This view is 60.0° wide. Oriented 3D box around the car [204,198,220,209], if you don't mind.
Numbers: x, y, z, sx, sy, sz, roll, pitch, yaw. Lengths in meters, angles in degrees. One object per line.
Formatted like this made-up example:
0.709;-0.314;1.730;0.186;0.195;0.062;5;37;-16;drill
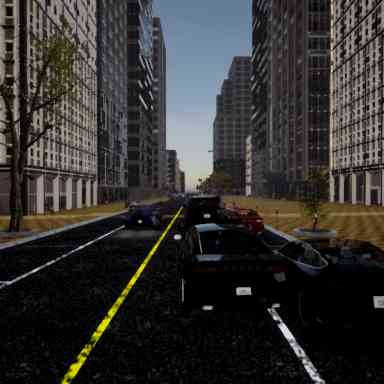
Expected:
2.752;1.524;46.198;1.887;1.381;4.507;-1;0;0;car

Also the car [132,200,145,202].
-5.645;1.536;34.913;2.008;1.369;4.403;-1;0;0;car

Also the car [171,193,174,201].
-5.586;1.542;74.403;1.802;1.307;4.206;-1;0;0;car

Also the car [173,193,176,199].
-5.572;1.264;85.686;2.192;1.841;5.009;-1;0;0;car

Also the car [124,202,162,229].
-3.066;1.556;21.618;1.994;1.385;4.181;0;0;0;car

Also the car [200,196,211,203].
2.786;1.515;68.768;2.008;1.369;4.403;-1;0;0;car

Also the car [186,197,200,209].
0.120;1.457;46.568;1.882;1.535;5.008;0;0;1;car

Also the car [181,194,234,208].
0.693;1.208;17.983;2.150;2.045;5.566;-1;0;0;car

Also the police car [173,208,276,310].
0.619;1.422;8.029;1.930;1.638;5.238;0;0;-5;police car

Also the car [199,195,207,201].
2.812;1.500;85.697;2.008;1.369;4.403;-1;0;0;car

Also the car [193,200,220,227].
0.937;1.447;24.152;1.801;1.575;5.366;0;0;0;car

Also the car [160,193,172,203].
-5.595;1.490;68.592;1.752;1.417;4.829;-1;0;0;car

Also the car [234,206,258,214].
2.710;1.538;17.983;1.887;1.381;4.507;-1;0;0;car

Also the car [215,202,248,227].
2.719;1.517;23.796;1.752;1.417;4.829;-1;0;0;car

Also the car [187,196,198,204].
0.094;1.517;62.011;2.033;1.411;5.357;0;0;0;car

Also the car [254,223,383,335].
2.694;1.564;6.698;1.947;1.339;4.313;-1;0;0;car
